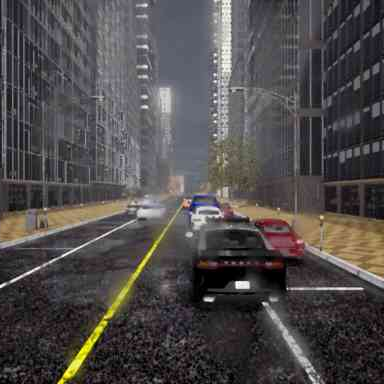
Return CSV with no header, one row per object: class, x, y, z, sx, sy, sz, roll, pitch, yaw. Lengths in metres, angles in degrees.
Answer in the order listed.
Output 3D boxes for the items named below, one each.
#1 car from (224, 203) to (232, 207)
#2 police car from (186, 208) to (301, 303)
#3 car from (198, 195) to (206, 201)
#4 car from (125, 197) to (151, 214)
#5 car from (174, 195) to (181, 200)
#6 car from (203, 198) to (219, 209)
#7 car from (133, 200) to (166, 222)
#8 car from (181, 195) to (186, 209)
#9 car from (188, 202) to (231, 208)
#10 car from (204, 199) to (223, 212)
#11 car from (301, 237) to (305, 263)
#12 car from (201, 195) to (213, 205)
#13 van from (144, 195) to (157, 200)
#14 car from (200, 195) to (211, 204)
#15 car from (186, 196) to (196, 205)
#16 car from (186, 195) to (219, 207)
car,2.610,1.579,28.745,1.802,1.307,4.206,0,0,0
police car,0.877,1.425,8.408,1.930,1.638,5.238,0,0,0
car,2.452,1.456,85.670,1.887,1.381,4.507,0,0,0
car,-5.786,1.545,34.418,2.008,1.369,4.403,0,0,0
car,-3.264,1.440,93.541,2.033,1.411,5.357,0,0,0
car,2.563,1.535,45.823,2.008,1.369,4.403,0,0,0
car,-3.175,1.598,26.624,1.895,1.301,4.718,0,0,0
car,-0.112,1.336,45.921,2.097,1.767,4.553,0,0,0
car,0.850,1.524,18.298,1.812,1.442,4.674,0,0,0
car,2.579,1.541,40.130,2.008,1.369,4.403,0,0,0
car,2.658,1.581,11.668,1.802,1.307,4.206,0,0,0
car,2.531,1.406,57.208,1.967,1.590,4.097,0,0,0
van,-5.818,1.325,45.803,1.690,1.788,3.998,0,0,0
car,2.515,1.397,62.900,1.967,1.590,4.097,0,0,0
car,-0.165,1.489,59.057,1.812,1.442,4.674,0,0,0
car,0.833,1.222,24.327,2.150,2.045,5.566,0,0,0
